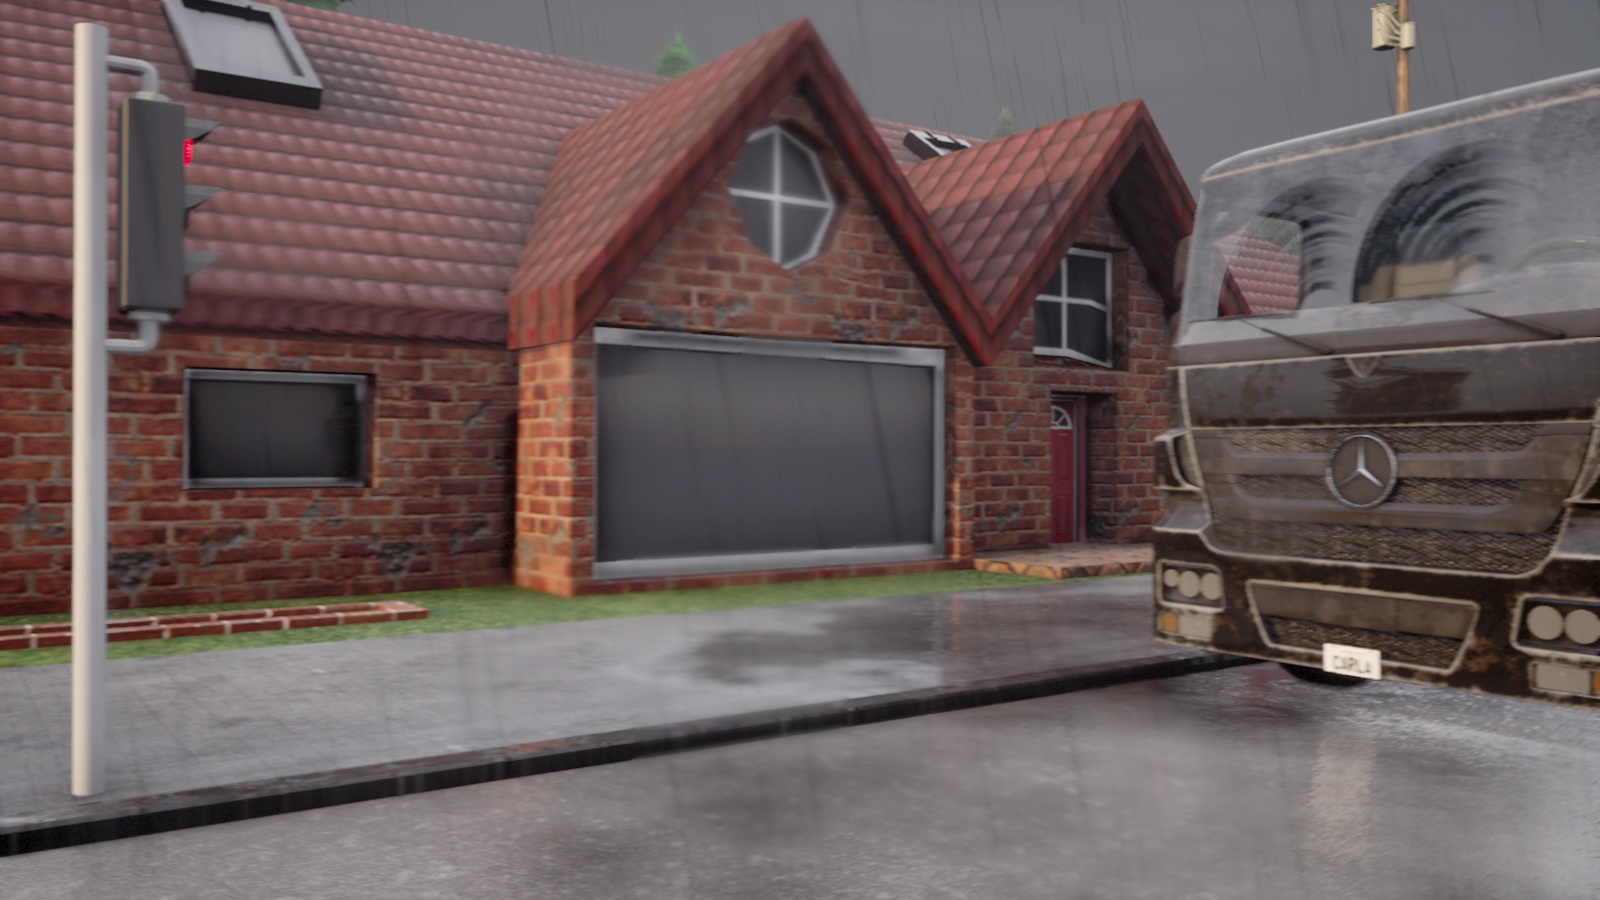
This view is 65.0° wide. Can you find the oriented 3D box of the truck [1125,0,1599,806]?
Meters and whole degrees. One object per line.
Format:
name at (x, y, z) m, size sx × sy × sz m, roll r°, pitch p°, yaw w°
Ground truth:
truck at (6.037, -0.229, 8.455) m, size 7.936 × 3.462 × 2.891 m, roll 0°, pitch 0°, yaw -34°
